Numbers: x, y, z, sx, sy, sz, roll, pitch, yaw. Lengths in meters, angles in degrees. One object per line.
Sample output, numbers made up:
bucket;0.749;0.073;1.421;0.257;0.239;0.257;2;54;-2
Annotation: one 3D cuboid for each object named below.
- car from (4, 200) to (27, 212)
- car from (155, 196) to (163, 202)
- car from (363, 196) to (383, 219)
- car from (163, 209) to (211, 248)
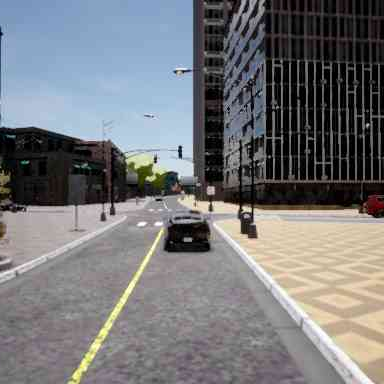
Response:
car;-20.555;1.566;37.122;4.313;1.339;1.947;0;-1;18
car;-8.022;1.553;80.596;2.033;1.411;5.357;0;0;-4
car;15.765;1.187;25.206;5.009;1.841;2.192;0;-1;18
car;-0.225;1.521;14.693;1.837;1.490;4.892;0;0;-2
